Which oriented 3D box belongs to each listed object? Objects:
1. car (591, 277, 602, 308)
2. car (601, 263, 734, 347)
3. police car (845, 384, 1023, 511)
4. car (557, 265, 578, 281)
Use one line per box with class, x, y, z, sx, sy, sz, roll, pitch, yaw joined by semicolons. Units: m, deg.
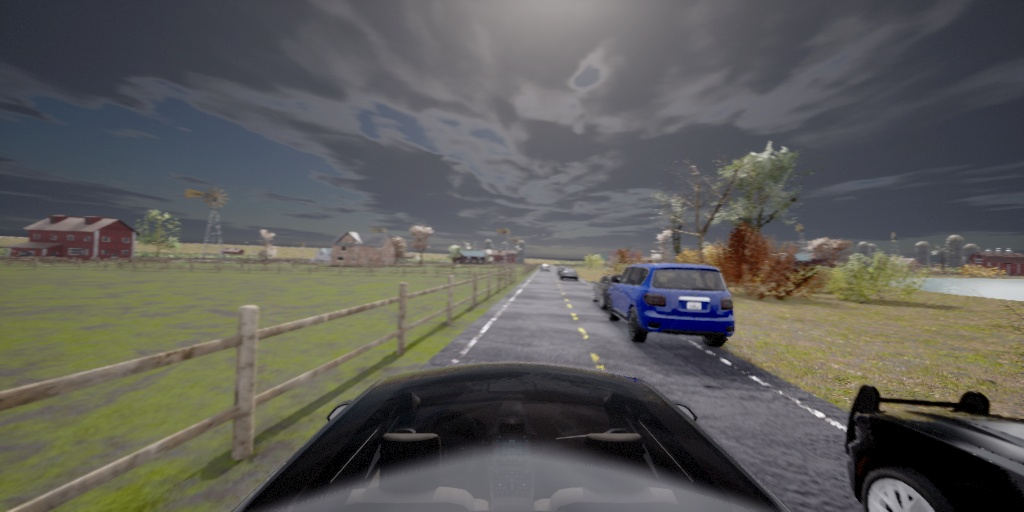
car;4.850;1.599;16.542;1.837;1.490;4.892;2;-1;6
car;4.286;1.233;10.603;2.150;2.045;5.566;2;-1;6
police car;3.322;1.294;0.728;1.930;1.638;5.238;2;-1;6
car;6.367;1.982;40.253;1.994;1.385;4.181;2;-1;6
